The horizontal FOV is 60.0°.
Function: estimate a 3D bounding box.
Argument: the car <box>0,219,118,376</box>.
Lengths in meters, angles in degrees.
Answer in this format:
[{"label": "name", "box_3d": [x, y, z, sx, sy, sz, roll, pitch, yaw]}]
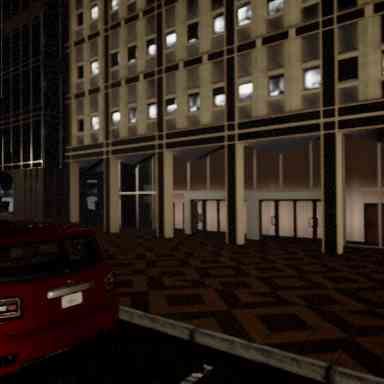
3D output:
[{"label": "car", "box_3d": [-3.339, 1.359, 5.274, 5.009, 1.841, 2.192, -1, -1, 36]}]
